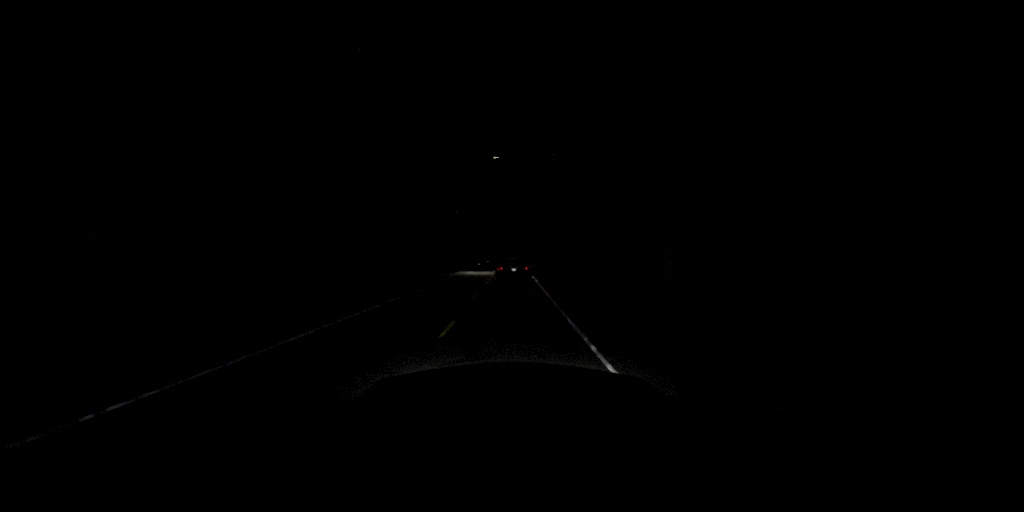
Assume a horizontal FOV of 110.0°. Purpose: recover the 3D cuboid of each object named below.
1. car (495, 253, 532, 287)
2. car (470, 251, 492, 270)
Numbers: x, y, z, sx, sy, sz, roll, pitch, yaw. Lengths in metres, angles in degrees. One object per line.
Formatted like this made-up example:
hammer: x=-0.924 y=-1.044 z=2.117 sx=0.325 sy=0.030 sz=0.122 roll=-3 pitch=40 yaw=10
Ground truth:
car: x=0.107 y=0.821 z=22.890 sx=2.150 sy=2.045 sz=5.566 roll=0 pitch=1 yaw=0
car: x=-3.489 y=0.494 z=40.783 sx=2.150 sy=2.045 sz=5.566 roll=0 pitch=1 yaw=0
